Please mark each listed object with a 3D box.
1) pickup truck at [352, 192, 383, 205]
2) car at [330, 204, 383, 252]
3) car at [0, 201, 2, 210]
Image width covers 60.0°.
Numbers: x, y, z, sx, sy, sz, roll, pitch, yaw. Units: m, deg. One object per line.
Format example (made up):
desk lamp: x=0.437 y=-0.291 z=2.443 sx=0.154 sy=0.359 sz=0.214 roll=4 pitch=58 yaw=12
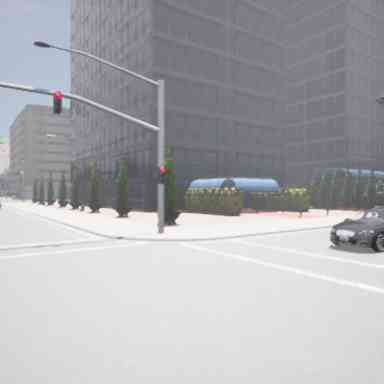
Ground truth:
pickup truck: x=22.450 y=1.031 z=39.926 sx=6.274 sy=2.098 sz=2.390 roll=0 pitch=0 yaw=-4
car: x=7.786 y=1.482 z=13.865 sx=4.902 sy=1.511 sz=2.128 roll=0 pitch=0 yaw=-33
car: x=-25.640 y=1.490 z=42.703 sx=2.128 sy=1.511 sz=4.902 roll=0 pitch=0 yaw=-35
